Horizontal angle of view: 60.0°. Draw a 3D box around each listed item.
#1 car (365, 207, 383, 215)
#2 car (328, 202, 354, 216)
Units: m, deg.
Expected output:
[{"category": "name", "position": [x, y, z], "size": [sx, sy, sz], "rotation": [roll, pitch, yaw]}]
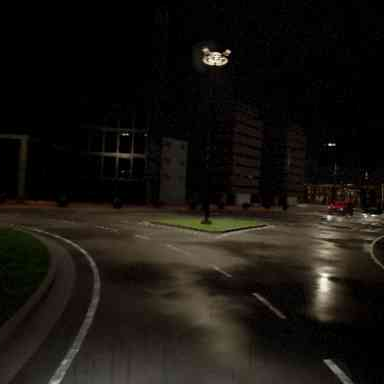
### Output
[{"category": "car", "position": [33.863, 3.495, 61.865], "size": [2.033, 1.411, 5.357], "rotation": [3, 0, 44]}, {"category": "car", "position": [22.699, 2.544, 50.532], "size": [2.150, 2.045, 5.566], "rotation": [3, 0, 45]}]
